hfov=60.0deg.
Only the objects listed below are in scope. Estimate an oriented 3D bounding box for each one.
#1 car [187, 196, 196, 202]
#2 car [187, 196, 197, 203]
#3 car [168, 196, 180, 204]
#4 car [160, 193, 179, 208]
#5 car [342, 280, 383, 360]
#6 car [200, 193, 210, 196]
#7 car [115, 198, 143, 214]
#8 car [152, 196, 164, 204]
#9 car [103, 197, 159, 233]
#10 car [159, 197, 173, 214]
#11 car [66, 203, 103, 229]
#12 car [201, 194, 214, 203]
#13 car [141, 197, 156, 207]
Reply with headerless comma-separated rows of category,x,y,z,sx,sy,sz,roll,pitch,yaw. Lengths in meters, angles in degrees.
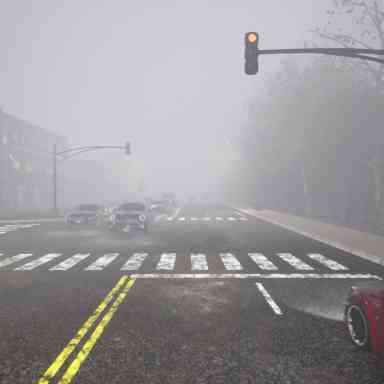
car,-0.114,1.564,77.262,1.895,1.301,4.718,0,0,0
car,0.001,1.453,66.981,1.882,1.535,5.008,0,0,0
car,-3.398,1.524,62.993,2.033,1.411,5.357,0,0,0
car,-3.422,1.199,48.878,2.150,2.045,5.566,0,1,0
car,3.348,1.563,3.519,1.994,1.385,4.181,0,0,0
car,3.139,1.194,76.284,2.150,2.045,5.566,0,0,0
car,-6.652,1.481,35.793,2.128,1.511,4.902,0,0,0
car,-6.627,1.576,66.051,1.895,1.301,4.718,0,0,0
car,-3.379,1.348,19.305,2.097,1.767,4.553,0,0,0
car,-3.400,1.537,34.759,2.033,1.411,5.357,0,0,0
car,-6.632,1.501,21.840,1.837,1.490,4.892,0,0,0
car,3.248,1.576,66.101,1.895,1.301,4.718,0,0,0
car,-6.657,1.508,51.357,1.812,1.442,4.674,0,0,0
